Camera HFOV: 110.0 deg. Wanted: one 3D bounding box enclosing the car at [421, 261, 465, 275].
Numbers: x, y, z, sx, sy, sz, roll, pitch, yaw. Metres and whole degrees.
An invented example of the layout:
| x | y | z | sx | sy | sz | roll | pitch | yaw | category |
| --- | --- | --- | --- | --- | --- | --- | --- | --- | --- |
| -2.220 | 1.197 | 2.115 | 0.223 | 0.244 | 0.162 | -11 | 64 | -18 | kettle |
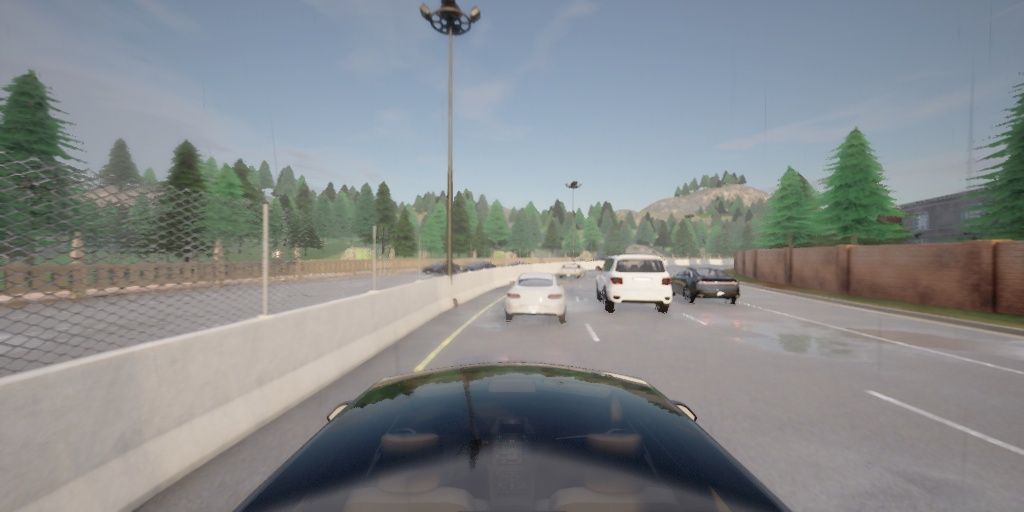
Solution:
| x | y | z | sx | sy | sz | roll | pitch | yaw | category |
| --- | --- | --- | --- | --- | --- | --- | --- | --- | --- |
| -7.467 | 1.229 | 38.301 | 2.033 | 1.411 | 5.357 | 0 | 0 | 20 | car |

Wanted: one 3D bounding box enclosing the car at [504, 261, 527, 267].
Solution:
| x | y | z | sx | sy | sz | roll | pitch | yaw | category |
| --- | --- | --- | --- | --- | --- | --- | --- | --- | --- |
| 0.585 | 1.281 | 39.643 | 1.994 | 1.385 | 4.181 | 0 | 0 | 23 | car |

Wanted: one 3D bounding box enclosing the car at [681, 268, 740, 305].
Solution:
| x | y | z | sx | sy | sz | roll | pitch | yaw | category |
| --- | --- | --- | --- | --- | --- | --- | --- | --- | --- |
| 8.541 | 1.267 | 16.380 | 2.128 | 1.511 | 4.902 | 0 | 0 | 10 | car |

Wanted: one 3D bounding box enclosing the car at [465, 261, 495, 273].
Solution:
| x | y | z | sx | sy | sz | roll | pitch | yaw | category |
| --- | --- | --- | --- | --- | --- | --- | --- | --- | --- |
| -3.500 | 1.247 | 38.948 | 2.033 | 1.411 | 5.357 | 0 | 0 | 21 | car |

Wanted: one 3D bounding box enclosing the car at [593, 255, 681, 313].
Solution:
| x | y | z | sx | sy | sz | roll | pitch | yaw | category |
| --- | --- | --- | --- | --- | --- | --- | --- | --- | --- |
| 4.647 | 0.981 | 14.347 | 2.150 | 2.045 | 5.566 | 0 | 0 | 8 | car |

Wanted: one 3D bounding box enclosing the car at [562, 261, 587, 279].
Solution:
| x | y | z | sx | sy | sz | roll | pitch | yaw | category |
| --- | --- | --- | --- | --- | --- | --- | --- | --- | --- |
| 5.531 | 1.347 | 32.531 | 1.895 | 1.301 | 4.718 | 0 | 0 | 19 | car |

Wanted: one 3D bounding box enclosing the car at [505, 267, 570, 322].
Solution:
| x | y | z | sx | sy | sz | roll | pitch | yaw | category |
| --- | --- | --- | --- | --- | --- | --- | --- | --- | --- |
| 0.867 | 1.270 | 12.185 | 1.812 | 1.442 | 4.674 | 0 | 0 | 7 | car |
